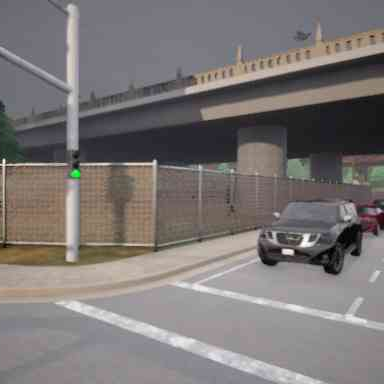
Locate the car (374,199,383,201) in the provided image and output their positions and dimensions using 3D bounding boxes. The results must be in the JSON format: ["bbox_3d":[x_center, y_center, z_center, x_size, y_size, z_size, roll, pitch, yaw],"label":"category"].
[{"bbox_3d":[15.660,1.393,27.285,2.097,1.767,4.553,0,0,36],"label":"car"}]

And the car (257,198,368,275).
[{"bbox_3d":[4.174,1.251,11.144,2.150,2.045,5.566,0,0,36],"label":"car"}]

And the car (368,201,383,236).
[{"bbox_3d":[9.862,1.513,19.138,1.882,1.535,5.008,0,0,35],"label":"car"}]
